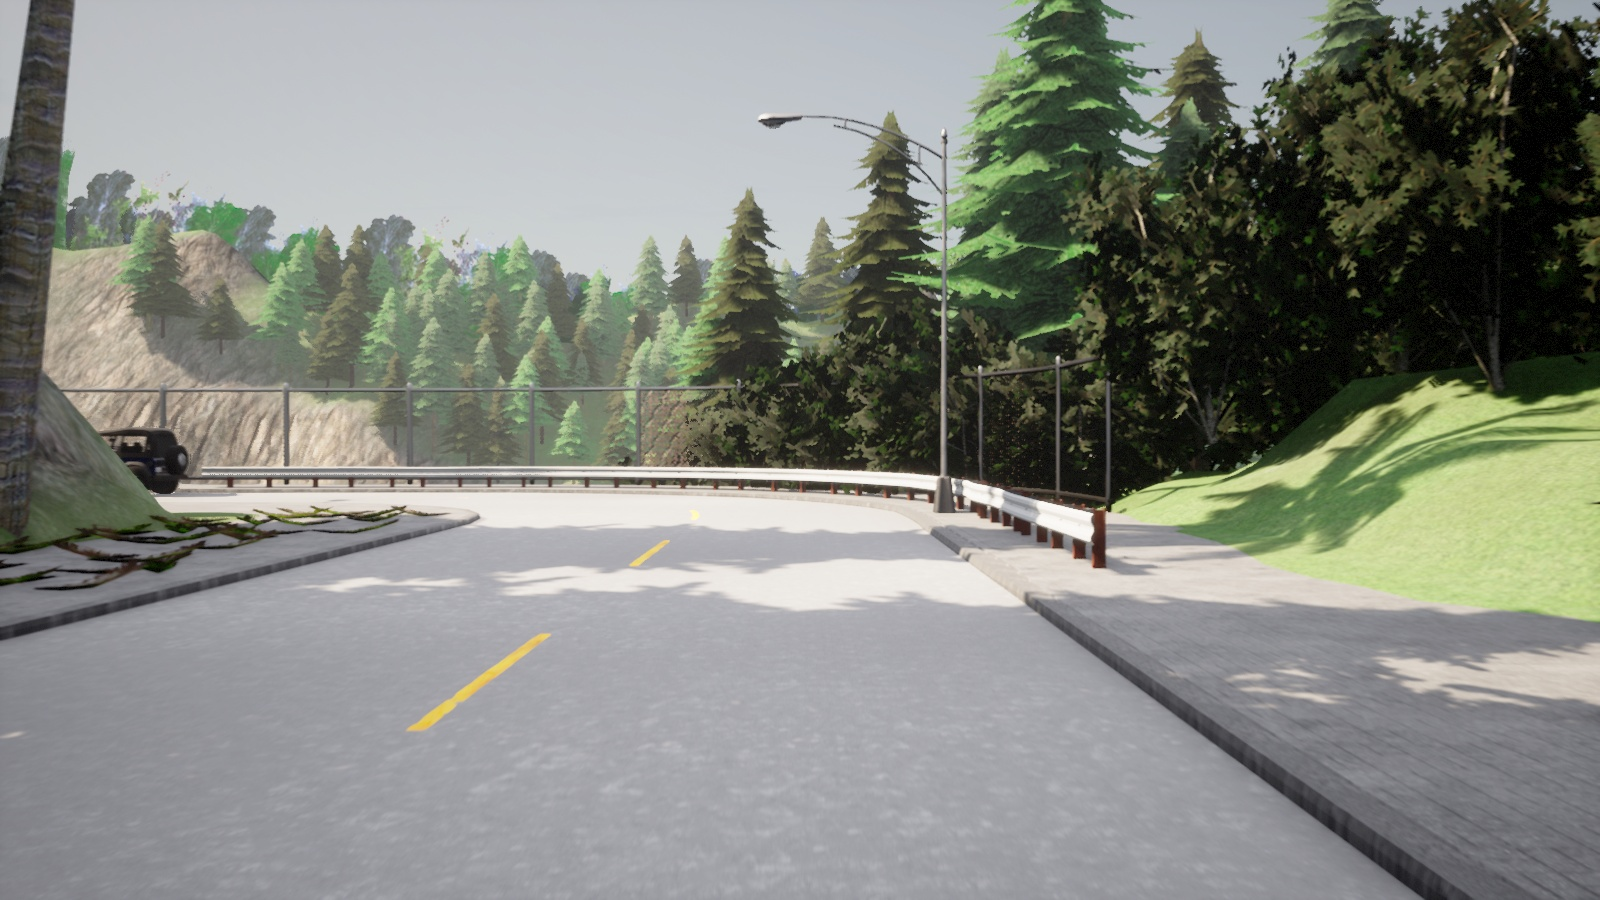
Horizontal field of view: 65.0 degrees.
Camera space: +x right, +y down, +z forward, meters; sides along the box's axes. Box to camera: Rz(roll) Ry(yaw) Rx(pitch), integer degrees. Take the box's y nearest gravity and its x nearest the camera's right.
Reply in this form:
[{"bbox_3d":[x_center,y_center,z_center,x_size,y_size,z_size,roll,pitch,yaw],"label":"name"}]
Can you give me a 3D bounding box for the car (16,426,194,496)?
[{"bbox_3d":[-19.177,0.287,34.788,3.866,1.878,1.905,0,0,0],"label":"car"}]
